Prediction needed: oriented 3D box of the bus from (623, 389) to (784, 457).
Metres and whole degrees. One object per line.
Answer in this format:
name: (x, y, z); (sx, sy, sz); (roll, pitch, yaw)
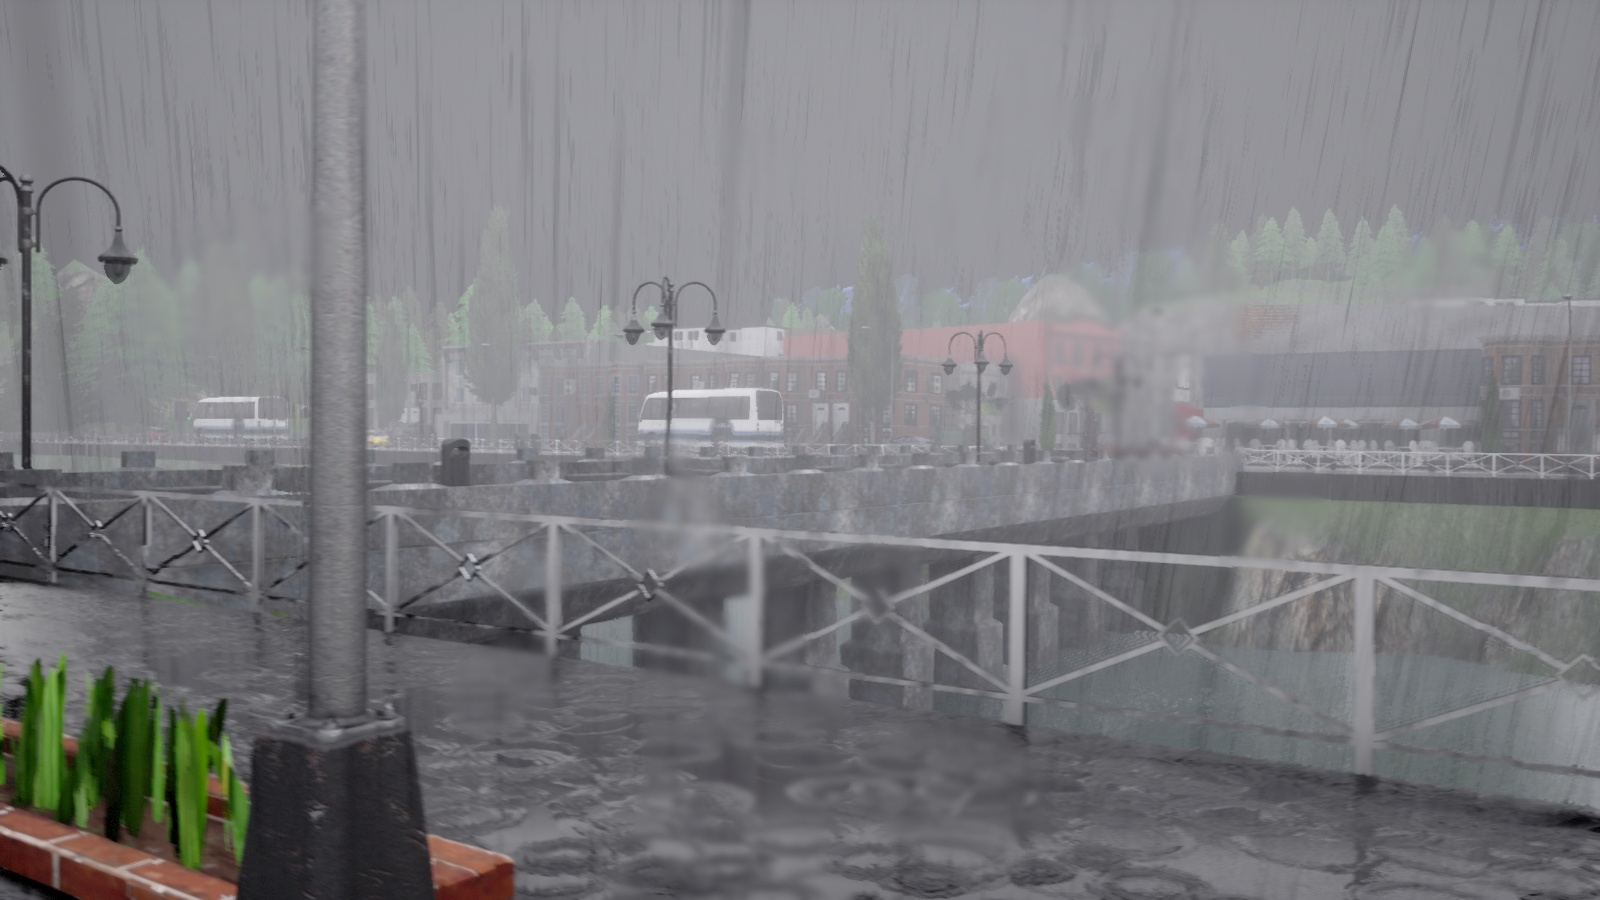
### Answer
bus: (-6.437, -1.713, 82.506); (10.273, 4.253, 3.944); (0, 1, 34)

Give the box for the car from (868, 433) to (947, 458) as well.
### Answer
car: (6.321, -0.273, 74.069); (4.181, 1.385, 1.994); (0, 1, 33)

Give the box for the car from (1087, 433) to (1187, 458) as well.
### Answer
car: (17.808, -0.236, 66.436); (4.718, 1.301, 1.895); (0, 1, 34)
